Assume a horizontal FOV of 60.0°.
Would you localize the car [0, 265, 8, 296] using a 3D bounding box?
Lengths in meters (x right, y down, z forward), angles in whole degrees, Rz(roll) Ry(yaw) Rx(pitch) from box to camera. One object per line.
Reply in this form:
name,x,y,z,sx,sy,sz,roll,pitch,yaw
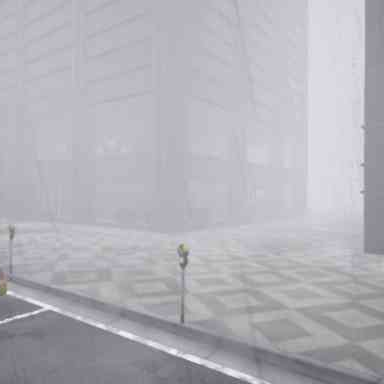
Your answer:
car,-5.756,1.510,7.067,4.829,1.417,1.752,0,0,36
